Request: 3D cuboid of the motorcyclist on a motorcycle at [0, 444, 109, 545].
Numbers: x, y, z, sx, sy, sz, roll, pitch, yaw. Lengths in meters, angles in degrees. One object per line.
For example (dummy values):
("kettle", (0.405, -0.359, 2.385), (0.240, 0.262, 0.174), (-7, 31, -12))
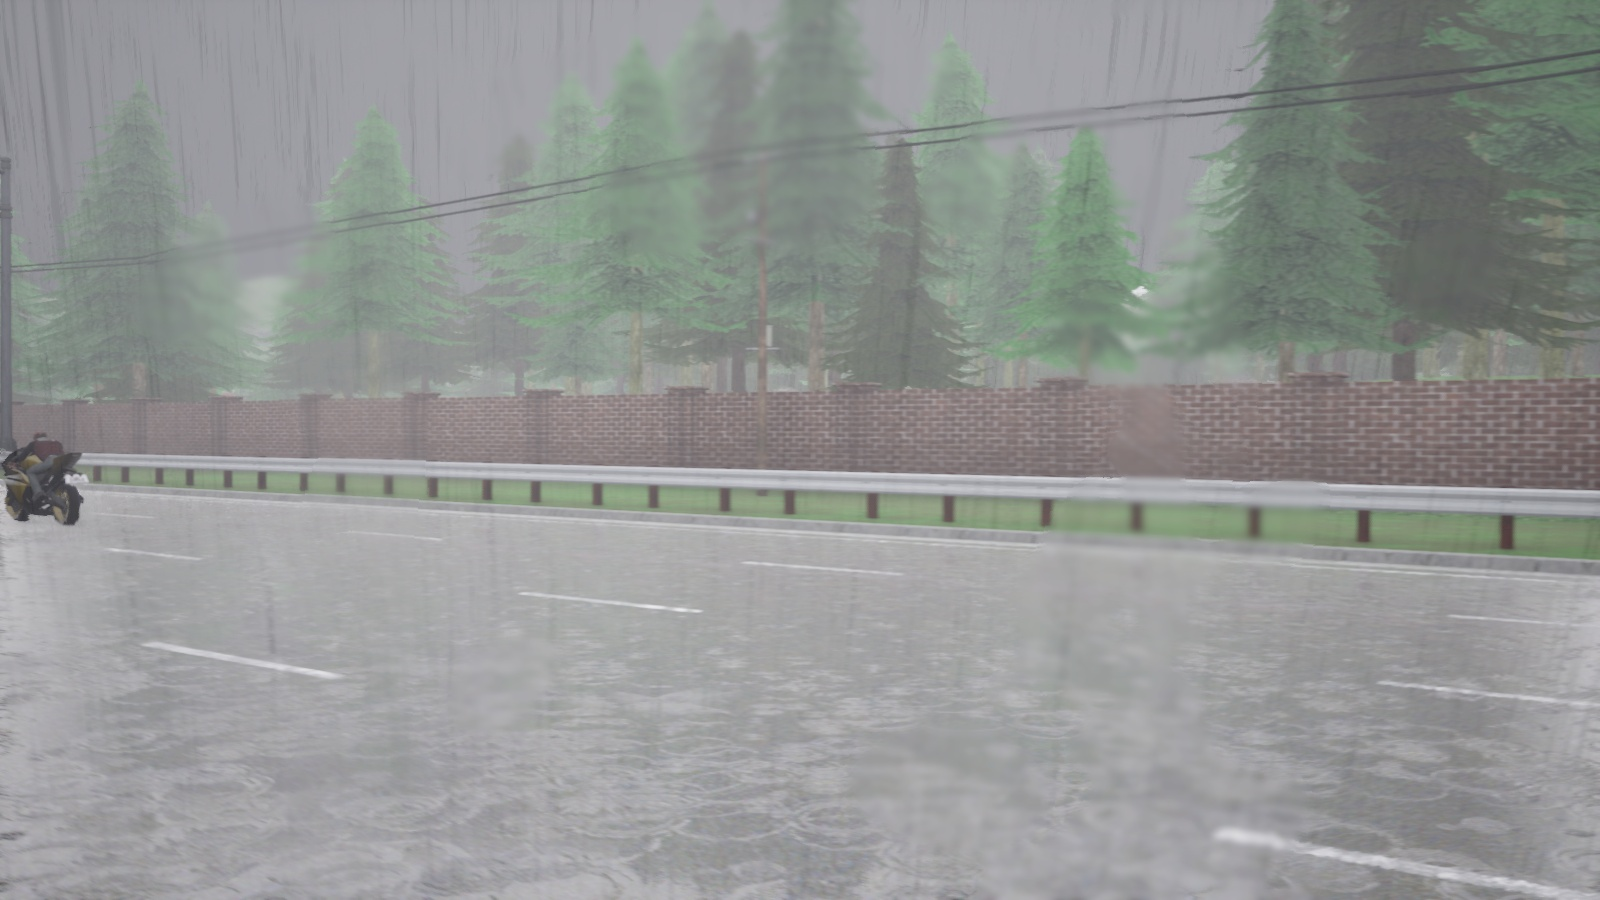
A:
("motorcyclist on a motorcycle", (-12.086, 0.681, 20.085), (2.191, 1.530, 0.866), (0, 1, 34))
